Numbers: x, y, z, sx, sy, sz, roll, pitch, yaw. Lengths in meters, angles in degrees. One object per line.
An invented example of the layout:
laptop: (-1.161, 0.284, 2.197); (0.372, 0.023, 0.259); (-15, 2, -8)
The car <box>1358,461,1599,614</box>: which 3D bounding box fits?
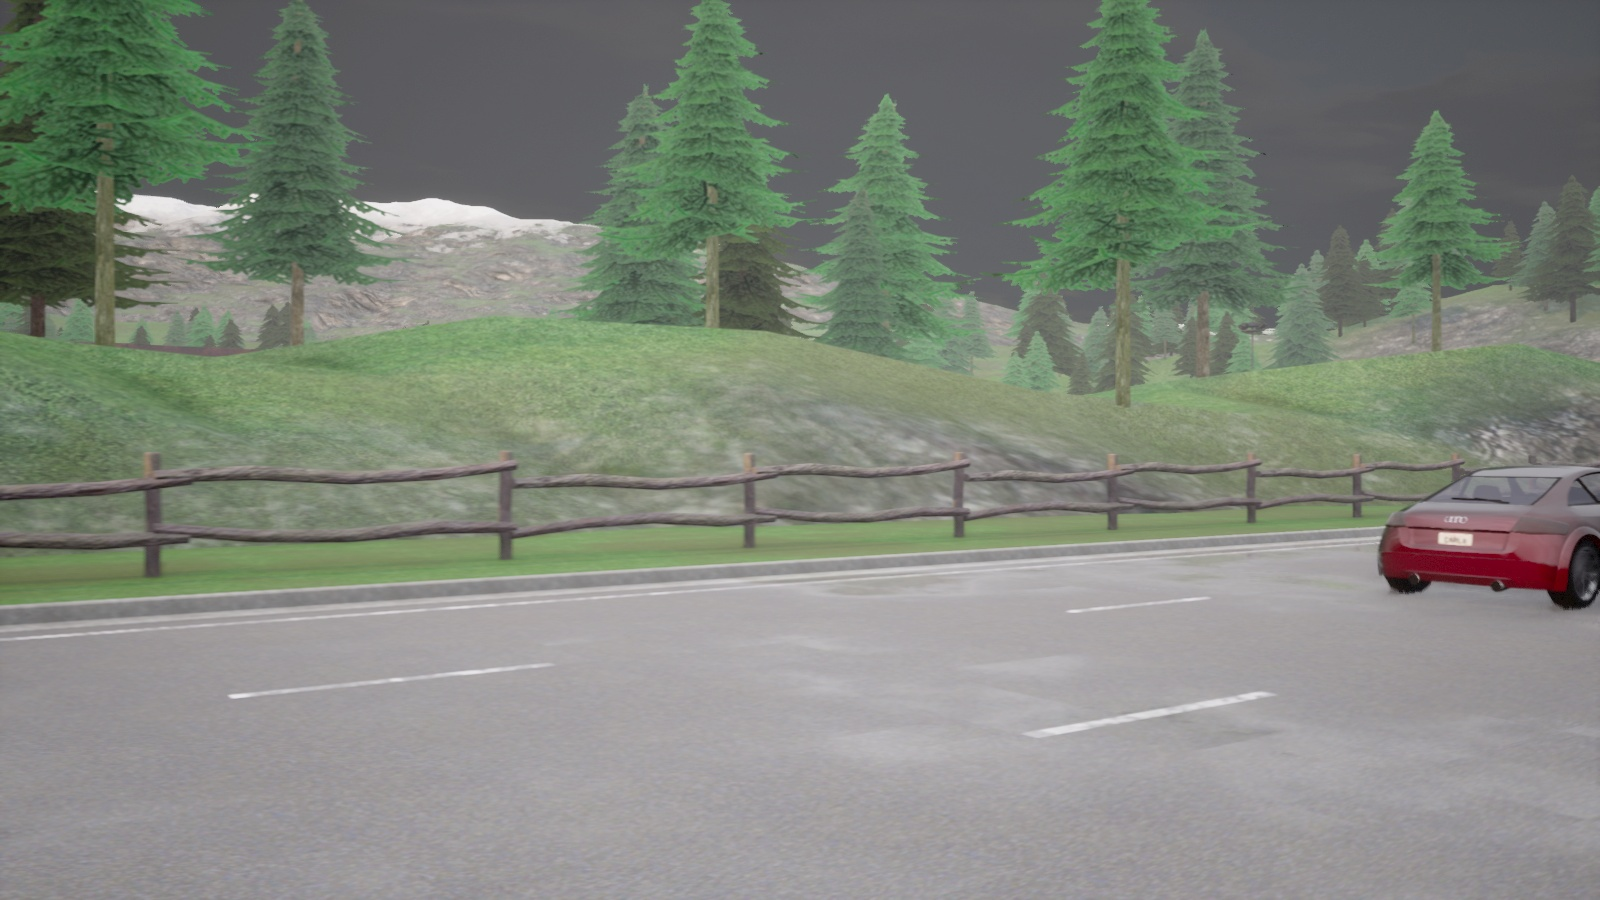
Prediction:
car: (8.174, 0.824, 13.612); (4.181, 1.385, 1.994); (0, 0, -35)
